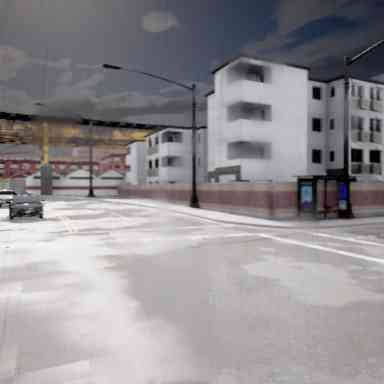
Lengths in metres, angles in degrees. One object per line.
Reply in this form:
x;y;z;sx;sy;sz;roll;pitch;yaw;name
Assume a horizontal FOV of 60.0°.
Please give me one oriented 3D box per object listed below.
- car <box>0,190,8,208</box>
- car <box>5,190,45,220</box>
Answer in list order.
-16.618;0.539;29.703;1.812;1.442;4.674;-1;3;-43;car
-10.741;0.873;21.418;1.837;1.490;4.892;-1;2;-30;car
